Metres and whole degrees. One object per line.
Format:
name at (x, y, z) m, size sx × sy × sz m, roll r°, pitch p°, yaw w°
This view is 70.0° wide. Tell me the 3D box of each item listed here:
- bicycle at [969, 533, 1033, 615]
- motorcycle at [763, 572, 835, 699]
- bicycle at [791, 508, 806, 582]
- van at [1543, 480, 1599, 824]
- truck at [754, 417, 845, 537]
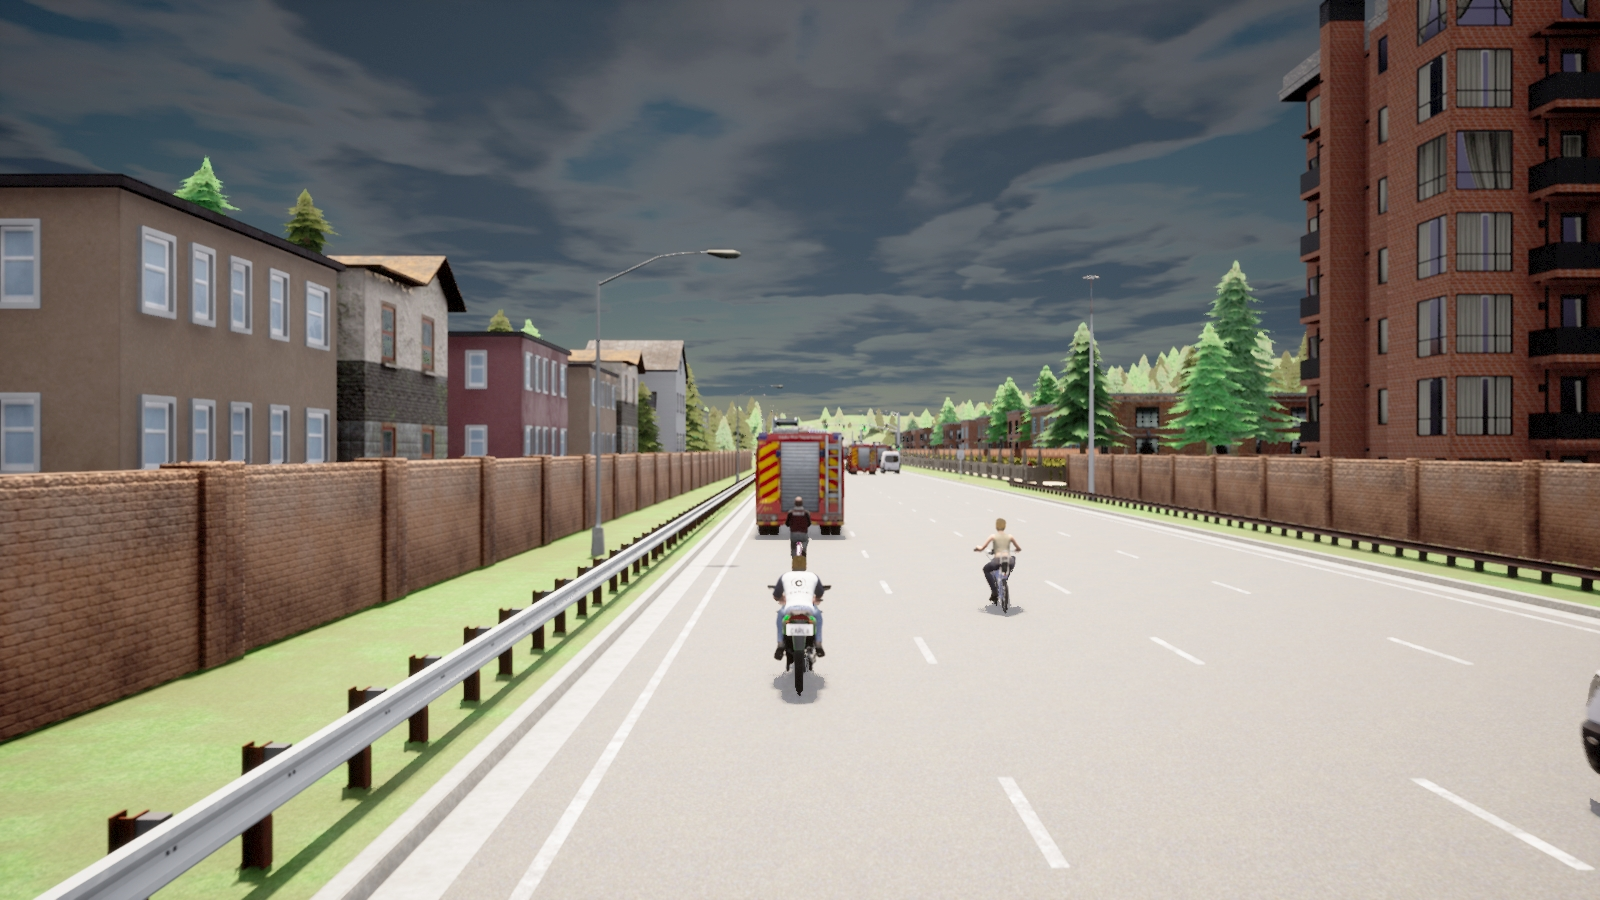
bicycle at (3.496, 2.147, 20.007) m, size 0.859 × 1.277 × 1.487 m, roll 0°, pitch 0°, yaw 0°
motorcycle at (-0.008, 2.179, 13.768) m, size 0.803 × 1.199 × 2.033 m, roll 0°, pitch 0°, yaw 0°
bicycle at (-0.031, 2.047, 24.984) m, size 0.329 × 1.471 × 1.835 m, roll 0°, pitch 0°, yaw 0°
van at (6.996, 1.531, 6.267) m, size 1.988 × 2.561 × 5.915 m, roll 0°, pitch 0°, yaw 0°
truck at (-0.013, 0.870, 40.803) m, size 2.891 × 3.827 × 8.468 m, roll 0°, pitch 0°, yaw 0°
